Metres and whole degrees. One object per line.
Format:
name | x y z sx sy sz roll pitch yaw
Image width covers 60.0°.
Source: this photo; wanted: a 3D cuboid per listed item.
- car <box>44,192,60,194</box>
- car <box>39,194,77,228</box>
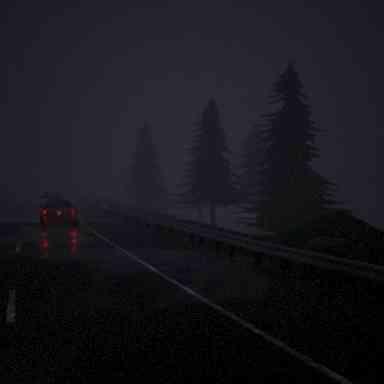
car | -15.817 1.027 37.590 2.150 2.045 5.566 0 0 -23
car | -8.784 1.241 21.683 2.097 1.767 4.553 0 0 -25
